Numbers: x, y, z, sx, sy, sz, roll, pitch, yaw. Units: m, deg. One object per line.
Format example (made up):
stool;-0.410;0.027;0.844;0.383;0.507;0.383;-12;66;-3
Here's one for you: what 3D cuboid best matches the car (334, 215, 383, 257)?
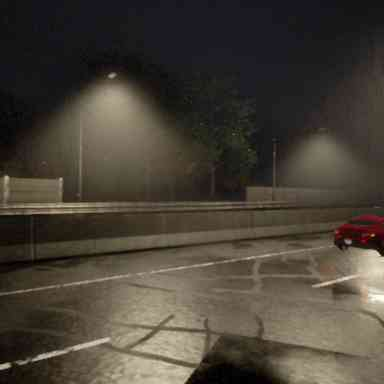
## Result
car;7.661;1.677;13.600;4.674;1.442;1.812;0;0;-35
